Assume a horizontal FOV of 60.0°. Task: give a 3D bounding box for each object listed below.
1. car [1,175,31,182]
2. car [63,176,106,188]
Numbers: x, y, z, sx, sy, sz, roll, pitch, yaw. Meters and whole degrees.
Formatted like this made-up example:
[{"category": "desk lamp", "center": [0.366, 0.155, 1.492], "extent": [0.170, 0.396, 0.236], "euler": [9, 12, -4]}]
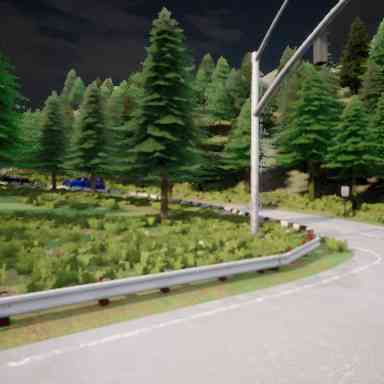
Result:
[{"category": "car", "center": [-25.294, -1.811, 47.638], "extent": [4.718, 1.301, 1.895], "euler": [6, 3, 32]}, {"category": "car", "center": [-14.064, -1.098, 43.563], "extent": [5.566, 2.045, 2.150], "euler": [5, 0, 9]}]
